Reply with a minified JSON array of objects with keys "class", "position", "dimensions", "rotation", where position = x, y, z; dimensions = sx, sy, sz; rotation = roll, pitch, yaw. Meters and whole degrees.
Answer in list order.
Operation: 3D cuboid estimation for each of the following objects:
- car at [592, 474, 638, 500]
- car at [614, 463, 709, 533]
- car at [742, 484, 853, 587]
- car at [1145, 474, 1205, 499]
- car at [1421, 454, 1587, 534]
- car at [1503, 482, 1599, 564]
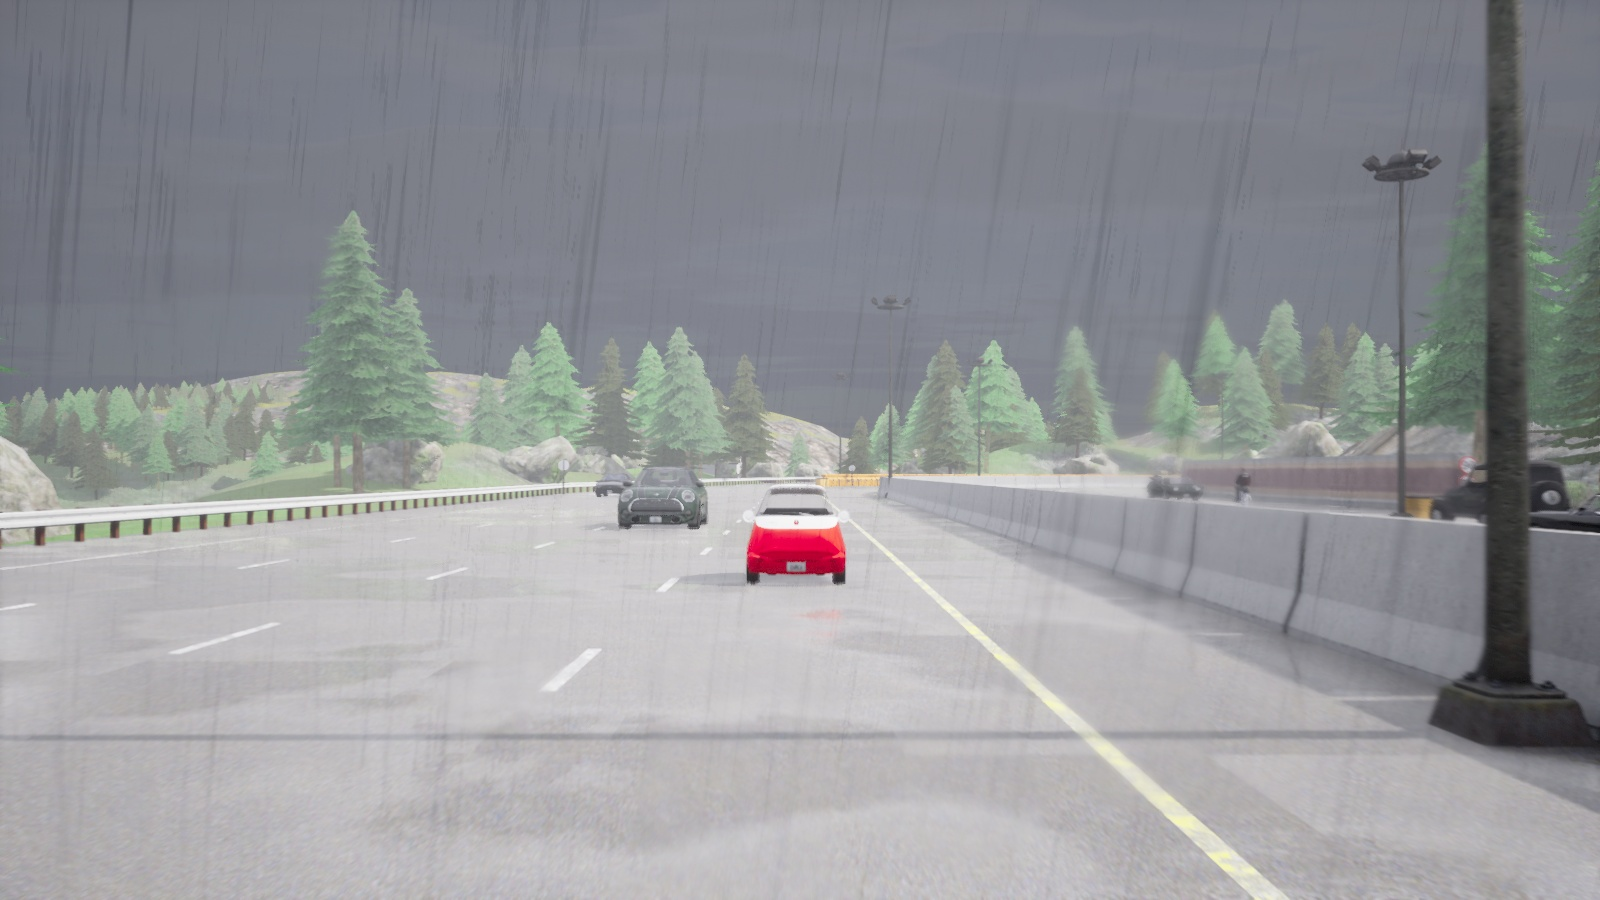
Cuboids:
[{"class":"car","position":[-10.821,2.144,73.747],"dimensions":[2.033,1.411,5.357],"rotation":[0,-1,-1]},{"class":"car","position":[-3.676,1.261,34.193],"dimensions":[2.097,1.767,4.553],"rotation":[0,-1,0]},{"class":"car","position":[-0.042,1.170,17.899],"dimensions":[1.481,1.376,2.207],"rotation":[0,-2,0]},{"class":"car","position":[20.713,2.000,69.558],"dimensions":[1.895,1.301,4.718],"rotation":[0,-1,0]},{"class":"car","position":[17.409,1.065,31.281],"dimensions":[1.905,1.878,3.866],"rotation":[0,-1,0]},{"class":"car","position":[13.952,1.209,20.838],"dimensions":[1.895,1.301,4.718],"rotation":[0,-1,0]}]
